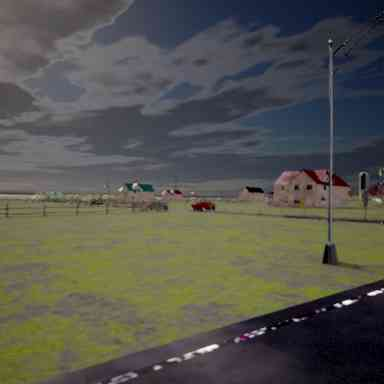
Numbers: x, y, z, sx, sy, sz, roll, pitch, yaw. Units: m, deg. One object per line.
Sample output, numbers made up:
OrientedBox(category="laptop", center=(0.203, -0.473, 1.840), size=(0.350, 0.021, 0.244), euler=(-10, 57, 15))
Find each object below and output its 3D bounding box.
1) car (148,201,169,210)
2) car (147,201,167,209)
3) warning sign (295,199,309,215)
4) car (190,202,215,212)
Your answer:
OrientedBox(category="car", center=(-5.845, 2.399, 58.645), size=(1.994, 1.385, 4.181), euler=(2, -2, -36))
OrientedBox(category="car", center=(-6.832, 2.513, 64.669), size=(1.812, 1.442, 4.674), euler=(2, -2, -36))
OrientedBox(category="warning sign", center=(13.554, 1.810, 40.933), size=(1.300, 1.860, 1.060), euler=(3, -2, -36))
OrientedBox(category="car", center=(1.658, 2.290, 53.051), size=(1.882, 1.535, 5.008), euler=(2, -2, -36))
